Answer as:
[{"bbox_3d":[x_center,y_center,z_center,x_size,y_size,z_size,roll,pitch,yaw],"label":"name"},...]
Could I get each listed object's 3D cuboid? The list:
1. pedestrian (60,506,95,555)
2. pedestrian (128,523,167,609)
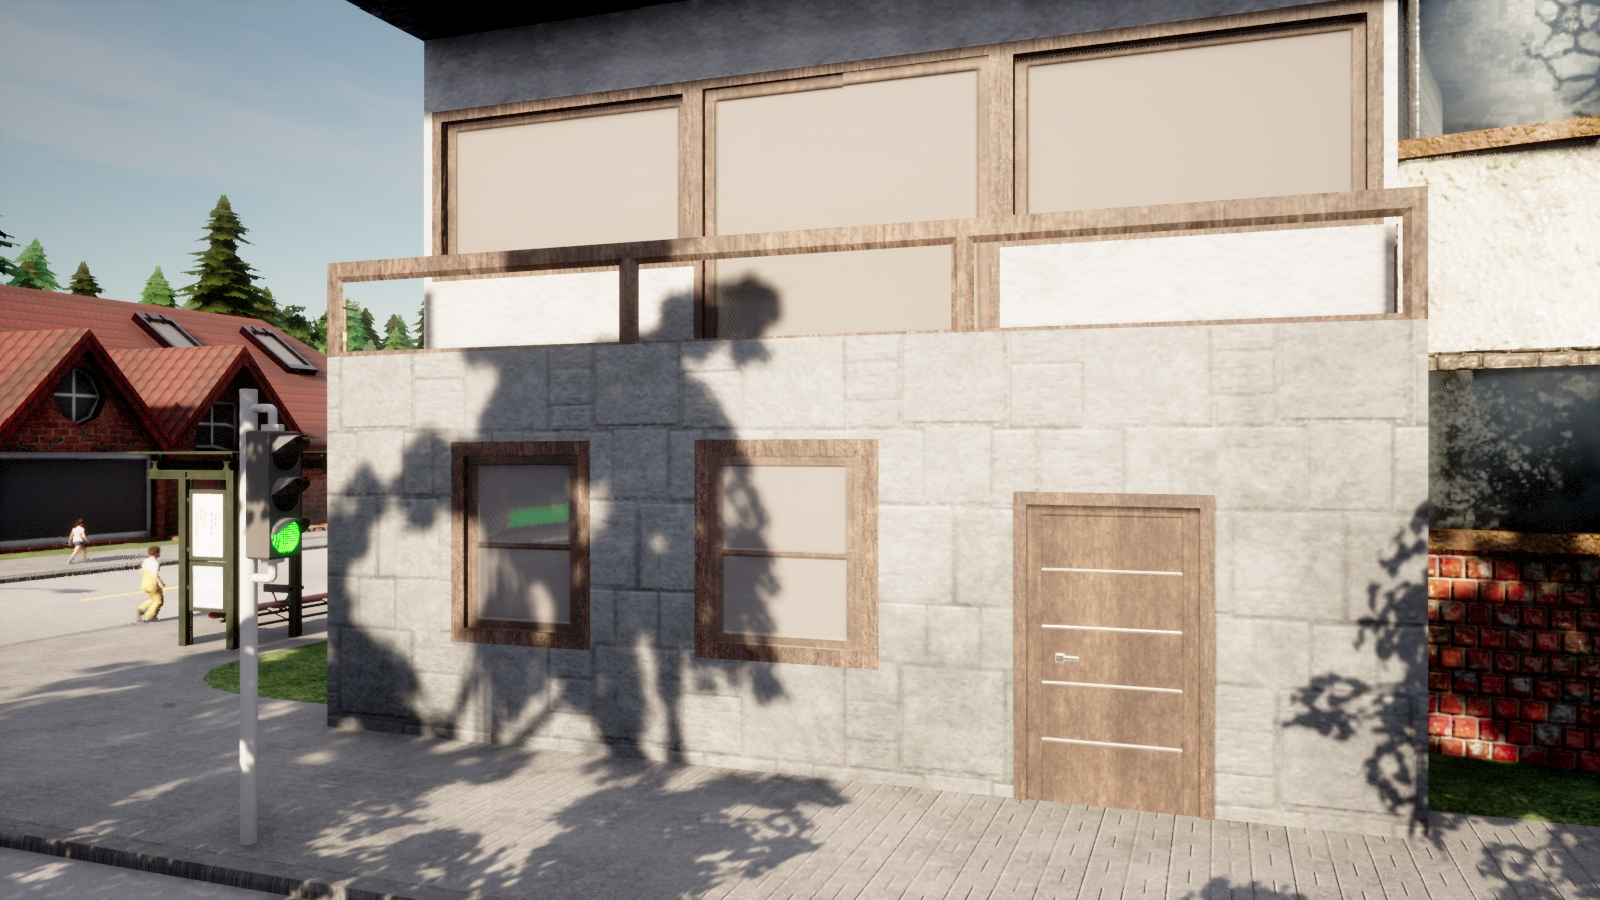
[{"bbox_3d":[-17.153,1.905,27.138,0.500,1.100,0.500,0,0,22],"label":"pedestrian"},{"bbox_3d":[-10.164,1.797,17.805,0.375,1.300,0.375,0,0,27],"label":"pedestrian"}]
